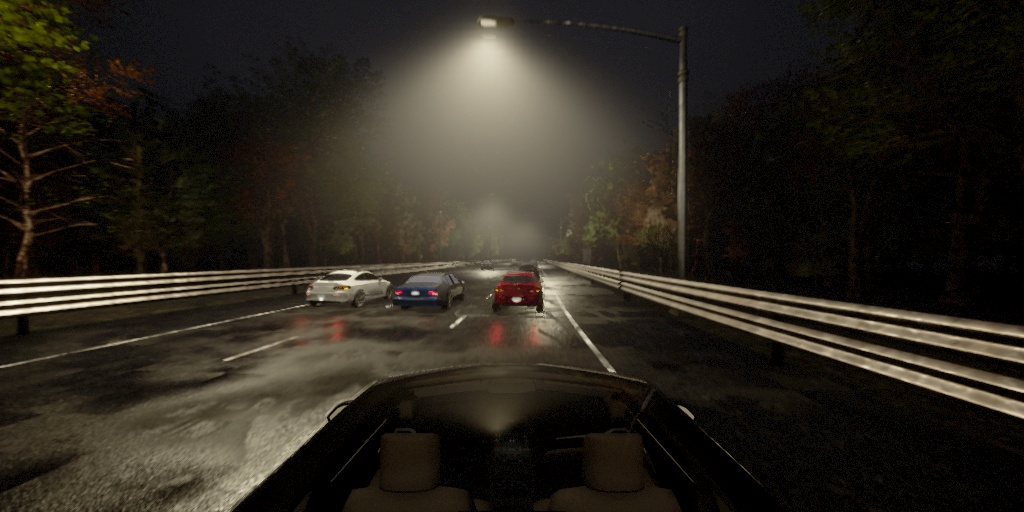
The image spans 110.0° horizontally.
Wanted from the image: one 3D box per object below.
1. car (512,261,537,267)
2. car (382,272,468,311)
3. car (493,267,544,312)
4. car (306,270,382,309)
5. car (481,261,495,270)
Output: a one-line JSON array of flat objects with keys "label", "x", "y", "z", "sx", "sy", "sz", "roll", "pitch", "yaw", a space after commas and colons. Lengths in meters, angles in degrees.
[{"label": "car", "x": 1.301, "y": 1.431, "z": 29.714, "sx": 1.837, "sy": 1.490, "sz": 4.892, "roll": 0, "pitch": 0, "yaw": 4}, {"label": "car", "x": -3.183, "y": 1.354, "z": 14.908, "sx": 2.033, "sy": 1.411, "sz": 5.357, "roll": 0, "pitch": 0, "yaw": 4}, {"label": "car", "x": 0.315, "y": 1.356, "z": 14.680, "sx": 1.812, "sy": 1.442, "sz": 4.674, "roll": 0, "pitch": 0, "yaw": 4}, {"label": "car", "x": -6.671, "y": 1.309, "z": 15.140, "sx": 1.812, "sy": 1.442, "sz": 4.674, "roll": 0, "pitch": 0, "yaw": 4}, {"label": "car", "x": -3.839, "y": 1.581, "z": 58.334, "sx": 2.033, "sy": 1.411, "sz": 5.357, "roll": 0, "pitch": 0, "yaw": 4}]
